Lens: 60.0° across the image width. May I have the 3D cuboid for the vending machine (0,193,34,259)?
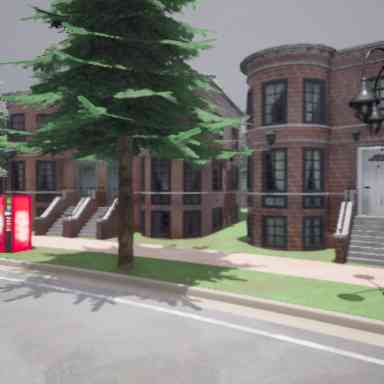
[{"bbox_3d":[-6.160,1.091,11.330,0.880,2.100,1.100,0,1,22],"label":"vending machine"}]
